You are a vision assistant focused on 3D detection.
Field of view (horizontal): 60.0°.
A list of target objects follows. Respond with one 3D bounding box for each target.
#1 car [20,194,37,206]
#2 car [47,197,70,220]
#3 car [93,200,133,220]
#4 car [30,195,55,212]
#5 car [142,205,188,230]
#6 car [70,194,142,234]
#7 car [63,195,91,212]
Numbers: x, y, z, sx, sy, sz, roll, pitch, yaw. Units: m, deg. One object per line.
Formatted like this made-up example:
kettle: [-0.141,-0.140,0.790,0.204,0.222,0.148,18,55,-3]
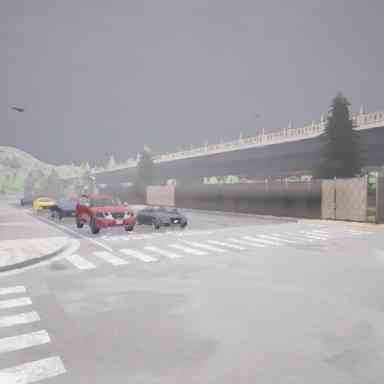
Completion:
car: [-25.776,1.295,52.415,2.097,1.767,4.553,0,0,-32]
car: [-10.427,1.421,27.634,1.882,1.535,5.008,0,0,-32]
car: [-6.834,1.450,28.485,1.837,1.490,4.892,0,0,-32]
car: [-16.822,1.420,37.890,1.882,1.535,5.008,0,0,-32]
car: [-1.974,1.510,20.702,1.994,1.385,4.181,0,0,-32]
car: [-5.160,1.166,19.178,2.150,2.045,5.566,0,0,-32]
car: [-13.741,1.295,39.565,2.097,1.767,4.553,0,0,-32]
